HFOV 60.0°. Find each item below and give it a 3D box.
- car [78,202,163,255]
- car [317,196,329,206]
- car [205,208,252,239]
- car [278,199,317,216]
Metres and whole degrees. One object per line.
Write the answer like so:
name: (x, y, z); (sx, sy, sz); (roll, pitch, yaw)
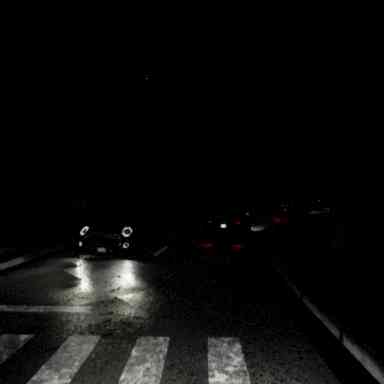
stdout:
car: (-2.656, 1.344, 13.303); (2.097, 1.767, 4.553); (0, 0, 10)
car: (20.131, 1.360, 50.866); (2.097, 1.767, 4.553); (0, 0, 16)
car: (1.978, 1.544, 17.293); (1.994, 1.385, 4.181); (0, 0, 15)
car: (10.057, 1.452, 32.477); (2.128, 1.511, 4.902); (-1, 0, 39)
